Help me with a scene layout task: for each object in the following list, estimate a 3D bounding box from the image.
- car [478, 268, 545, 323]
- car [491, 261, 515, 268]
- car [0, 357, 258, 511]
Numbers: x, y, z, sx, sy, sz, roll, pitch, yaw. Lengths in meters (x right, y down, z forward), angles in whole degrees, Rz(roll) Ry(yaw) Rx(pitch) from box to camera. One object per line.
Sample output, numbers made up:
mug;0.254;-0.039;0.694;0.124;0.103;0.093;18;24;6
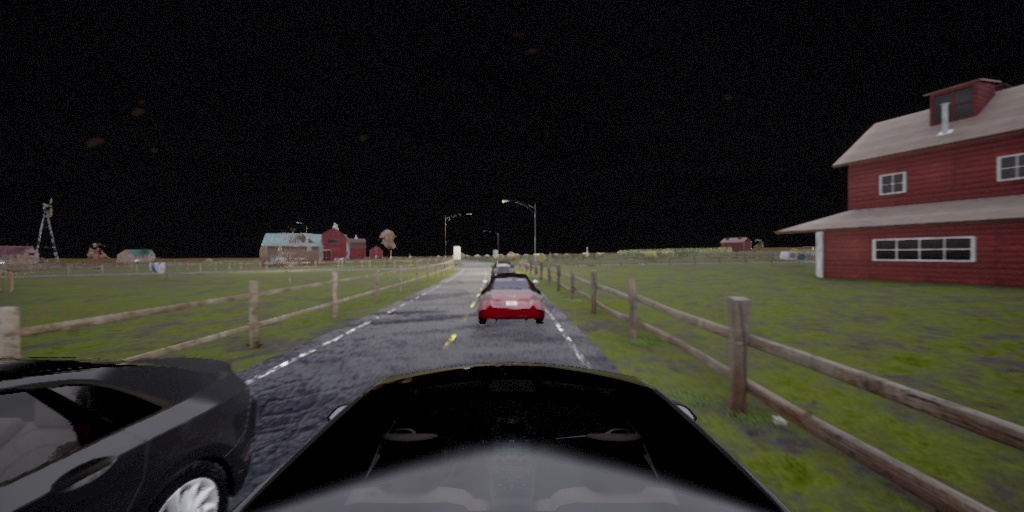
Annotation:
car;-0.053;1.260;11.853;1.994;1.385;4.181;0;0;-1
car;-0.716;1.145;28.645;1.812;1.442;4.674;0;0;-3
car;-2.876;1.263;0.767;1.837;1.490;4.892;0;0;0
